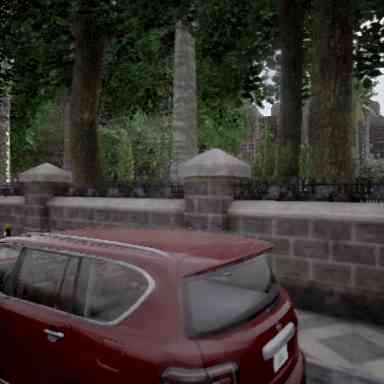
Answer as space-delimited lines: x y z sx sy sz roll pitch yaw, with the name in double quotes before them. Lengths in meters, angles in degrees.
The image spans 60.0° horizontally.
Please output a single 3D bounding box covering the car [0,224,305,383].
"car" -1.285 1.313 3.875 5.009 1.841 2.192 0 0 35
